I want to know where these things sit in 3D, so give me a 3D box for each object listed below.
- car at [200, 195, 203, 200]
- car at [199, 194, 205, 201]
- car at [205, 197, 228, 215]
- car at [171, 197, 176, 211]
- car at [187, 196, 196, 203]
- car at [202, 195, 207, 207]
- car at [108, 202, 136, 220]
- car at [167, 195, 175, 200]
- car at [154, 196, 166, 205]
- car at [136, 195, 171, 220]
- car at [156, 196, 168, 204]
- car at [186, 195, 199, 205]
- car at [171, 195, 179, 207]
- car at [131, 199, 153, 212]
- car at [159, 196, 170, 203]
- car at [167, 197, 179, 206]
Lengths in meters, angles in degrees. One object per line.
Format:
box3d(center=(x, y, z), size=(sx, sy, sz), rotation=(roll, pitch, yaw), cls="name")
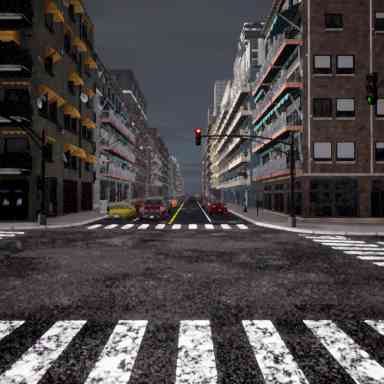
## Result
box3d(center=(2.533, 1.596, 50.108), size=(1.802, 1.307, 4.206), rotation=(1, 0, 0), cls="car")
box3d(center=(2.732, 1.380, 81.851), size=(2.097, 1.767, 4.553), rotation=(0, 0, 0), cls="car")
box3d(center=(2.588, 1.553, 33.538), size=(1.887, 1.381, 4.507), rotation=(1, 0, 0), cls="car")
box3d(center=(-3.224, 1.557, 37.576), size=(2.033, 1.411, 5.357), rotation=(0, 0, 0), cls="car")
box3d(center=(-0.151, 1.623, 70.025), size=(1.895, 1.301, 4.718), rotation=(0, 0, 0), cls="car")
box3d(center=(2.571, 1.450, 39.062), size=(1.967, 1.590, 4.097), rotation=(1, 0, 0), cls="car")
box3d(center=(-5.773, 1.532, 27.831), size=(1.752, 1.417, 4.829), rotation=(1, 0, 0), cls="car")
box3d(center=(-5.992, 1.587, 94.282), size=(2.008, 1.369, 4.403), rotation=(1, 0, 0), cls="car")
box3d(center=(-5.883, 1.543, 60.972), size=(1.752, 1.417, 4.829), rotation=(1, 0, 0), cls="car")
box3d(center=(-3.166, 1.359, 28.084), size=(2.097, 1.767, 4.553), rotation=(0, 0, -1), cls="car")
box3d(center=(-5.902, 1.572, 66.665), size=(2.008, 1.369, 4.403), rotation=(1, 0, 0), cls="car")
box3d(center=(-0.097, 1.521, 59.800), size=(1.837, 1.490, 4.892), rotation=(0, 0, 0), cls="car")
box3d(center=(-3.246, 1.365, 47.366), size=(2.097, 1.767, 4.553), rotation=(0, 0, 0), cls="car")
box3d(center=(-5.811, 1.554, 39.048), size=(1.887, 1.381, 4.507), rotation=(1, 0, 0), cls="car")
box3d(center=(-5.920, 1.568, 72.189), size=(1.887, 1.381, 4.507), rotation=(1, 0, 0), cls="car")
box3d(center=(-3.249, 1.617, 57.224), size=(1.895, 1.301, 4.718), rotation=(0, 0, 0), cls="car")
